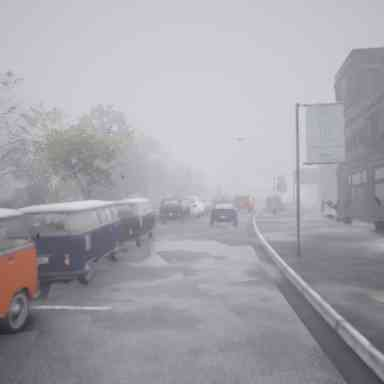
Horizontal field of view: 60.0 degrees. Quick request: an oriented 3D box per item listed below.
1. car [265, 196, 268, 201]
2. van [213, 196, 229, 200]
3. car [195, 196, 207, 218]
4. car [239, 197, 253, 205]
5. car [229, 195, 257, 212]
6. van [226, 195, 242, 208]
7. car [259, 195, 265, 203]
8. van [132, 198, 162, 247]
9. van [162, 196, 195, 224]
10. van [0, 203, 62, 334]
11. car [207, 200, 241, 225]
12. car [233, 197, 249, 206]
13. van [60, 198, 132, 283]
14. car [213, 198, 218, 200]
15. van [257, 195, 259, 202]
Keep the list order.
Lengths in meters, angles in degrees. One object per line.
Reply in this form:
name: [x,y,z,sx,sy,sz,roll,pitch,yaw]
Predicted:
car: [18.713,1.781,91.001,2.435,2.045,5.566,-1,-1,19]
van: [4.231,1.528,47.999,1.878,1.987,4.442,-1,0,16]
car: [-0.120,1.389,31.759,2.435,2.045,5.566,-1,0,10]
car: [11.170,1.874,68.848,2.231,1.521,4.892,-1,0,17]
car: [6.595,1.433,42.460,2.150,2.045,5.566,-1,0,16]
van: [7.294,1.585,57.468,1.878,1.987,4.442,-1,0,16]
car: [16.541,2.022,84.614,2.002,1.452,4.674,-1,-1,19]
van: [-2.832,1.294,15.298,1.878,1.987,4.442,-2,1,4]
van: [-1.212,1.370,26.366,1.878,1.987,4.442,-1,0,9]
van: [-3.603,1.253,4.155,1.878,1.987,4.442,-2,1,3]
car: [2.512,1.571,25.046,1.882,1.535,5.008,0,-1,10]
car: [9.393,1.875,63.631,2.163,1.488,4.792,-1,0,17]
van: [-3.308,1.269,9.738,1.878,1.987,4.442,-2,1,3]
car: [1.178,1.722,37.166,2.002,1.452,4.674,-1,0,14]
van: [13.007,1.700,74.229,1.878,1.987,4.442,-1,-1,21]
